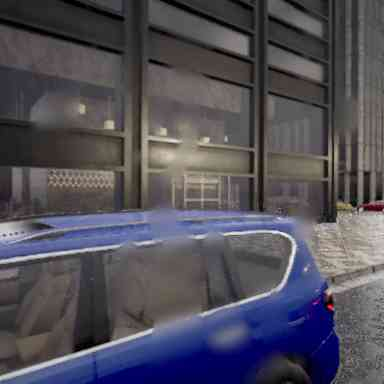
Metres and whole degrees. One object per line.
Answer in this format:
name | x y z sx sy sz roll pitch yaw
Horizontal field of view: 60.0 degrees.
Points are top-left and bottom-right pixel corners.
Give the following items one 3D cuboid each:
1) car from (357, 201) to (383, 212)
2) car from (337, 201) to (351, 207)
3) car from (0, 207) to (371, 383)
car | 22.079 1.730 39.673 1.887 1.381 4.507 0 0 -36
car | 18.690 1.768 44.373 1.752 1.417 4.829 0 0 -36
car | -1.169 1.220 2.528 5.566 2.045 2.150 0 0 -35
